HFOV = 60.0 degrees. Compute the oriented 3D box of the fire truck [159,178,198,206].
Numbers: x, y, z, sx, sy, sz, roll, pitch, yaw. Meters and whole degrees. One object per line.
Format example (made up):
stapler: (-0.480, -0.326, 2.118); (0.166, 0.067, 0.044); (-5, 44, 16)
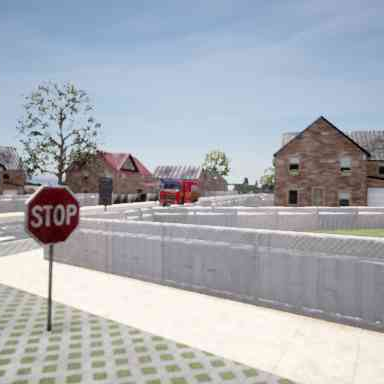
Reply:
fire truck: (-1.664, 0.008, 47.018); (2.891, 3.827, 8.468); (2, 1, 19)
